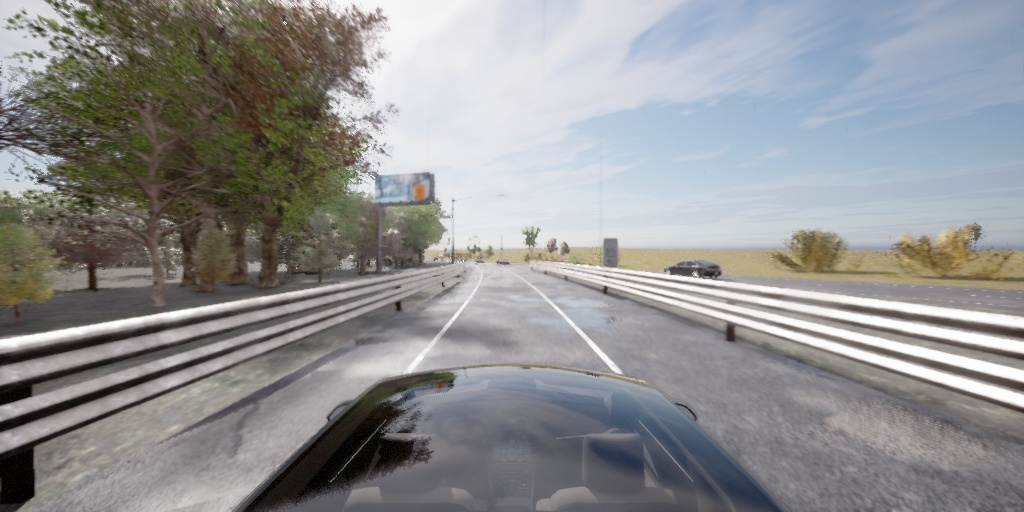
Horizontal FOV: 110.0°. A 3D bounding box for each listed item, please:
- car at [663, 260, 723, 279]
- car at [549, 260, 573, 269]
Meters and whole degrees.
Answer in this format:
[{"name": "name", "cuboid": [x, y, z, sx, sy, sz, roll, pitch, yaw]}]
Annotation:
[{"name": "car", "cuboid": [14.142, 1.054, 28.390, 1.837, 1.490, 4.892, -1, 0, -18]}, {"name": "car", "cuboid": [6.850, 1.253, 51.284, 1.895, 1.301, 4.718, -1, 0, -18]}]
